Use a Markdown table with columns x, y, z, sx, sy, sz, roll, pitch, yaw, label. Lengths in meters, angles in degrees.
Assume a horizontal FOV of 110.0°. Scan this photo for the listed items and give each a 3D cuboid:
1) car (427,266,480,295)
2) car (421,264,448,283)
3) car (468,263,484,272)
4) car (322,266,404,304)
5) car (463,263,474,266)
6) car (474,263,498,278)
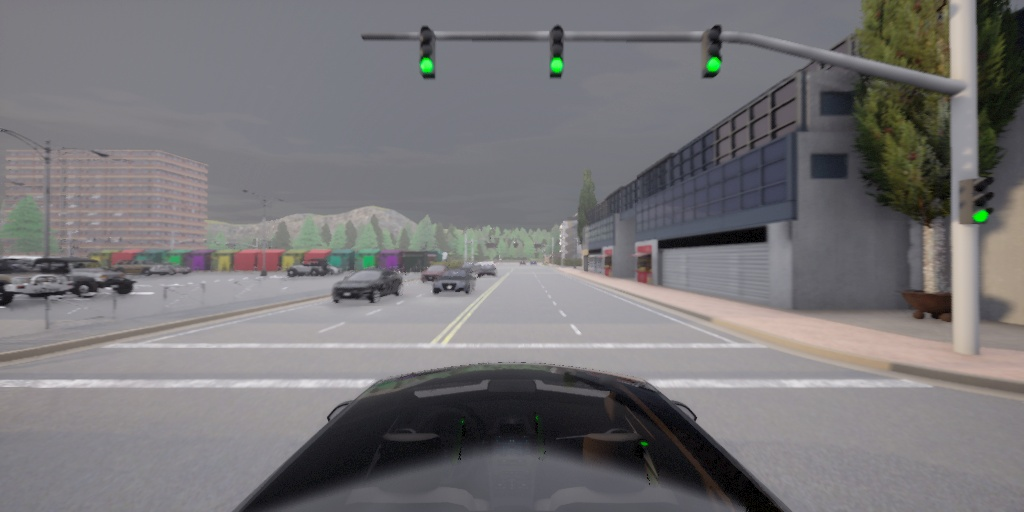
| x | y | z | sx | sy | sz | roll | pitch | yaw | label |
| --- | --- | --- | --- | --- | --- | --- | --- | --- | --- |
| -3.279 | 1.481 | 21.047 | 1.994 | 1.385 | 4.181 | 0 | 0 | 2 | car |
| -6.367 | 1.479 | 30.969 | 1.882 | 1.535 | 5.008 | 0 | 0 | 2 | car |
| -5.547 | 1.781 | 55.633 | 1.994 | 1.385 | 4.181 | 0 | -1 | 2 | car |
| -6.877 | 1.362 | 17.579 | 1.882 | 1.535 | 5.008 | 0 | -1 | 2 | car |
| -5.805 | 1.699 | 48.130 | 2.033 | 1.411 | 5.357 | 0 | -1 | 2 | car |
| -2.625 | 1.631 | 40.066 | 2.033 | 1.411 | 5.357 | 0 | -1 | 2 | car |
